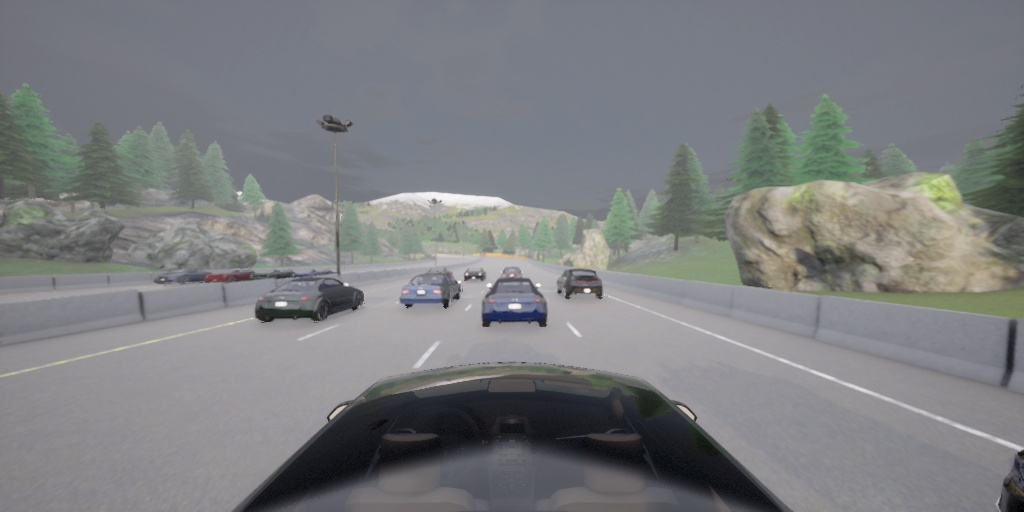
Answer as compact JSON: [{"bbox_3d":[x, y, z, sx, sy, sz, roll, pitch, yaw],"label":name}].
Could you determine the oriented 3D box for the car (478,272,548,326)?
[{"bbox_3d":[0.067,1.404,12.049,1.994,1.385,4.181,0,-1,0],"label":"car"}]

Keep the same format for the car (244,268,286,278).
[{"bbox_3d":[-21.152,1.774,32.267,1.895,1.301,4.718,0,-1,0],"label":"car"}]

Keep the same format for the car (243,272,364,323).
[{"bbox_3d":[-6.935,1.436,12.761,1.994,1.385,4.181,0,-1,0],"label":"car"}]

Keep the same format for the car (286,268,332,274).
[{"bbox_3d":[-17.652,1.762,32.281,1.895,1.301,4.718,0,-1,0],"label":"car"}]

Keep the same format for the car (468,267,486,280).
[{"bbox_3d":[-3.525,1.749,35.095,1.895,1.301,4.718,0,-1,0],"label":"car"}]

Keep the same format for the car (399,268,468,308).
[{"bbox_3d":[-3.449,1.447,16.076,2.033,1.411,5.357,0,-1,0],"label":"car"}]

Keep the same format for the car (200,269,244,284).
[{"bbox_3d":[-24.653,1.783,32.022,1.895,1.301,4.718,0,-1,0],"label":"car"}]

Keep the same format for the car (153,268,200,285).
[{"bbox_3d":[-28.159,1.744,30.924,1.994,1.385,4.181,0,-1,0],"label":"car"}]

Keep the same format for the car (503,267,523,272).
[{"bbox_3d":[-0.007,1.622,30.499,2.033,1.411,5.357,0,-1,0],"label":"car"}]

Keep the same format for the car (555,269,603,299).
[{"bbox_3d":[3.538,1.420,19.316,1.837,1.490,4.892,0,-1,0],"label":"car"}]
